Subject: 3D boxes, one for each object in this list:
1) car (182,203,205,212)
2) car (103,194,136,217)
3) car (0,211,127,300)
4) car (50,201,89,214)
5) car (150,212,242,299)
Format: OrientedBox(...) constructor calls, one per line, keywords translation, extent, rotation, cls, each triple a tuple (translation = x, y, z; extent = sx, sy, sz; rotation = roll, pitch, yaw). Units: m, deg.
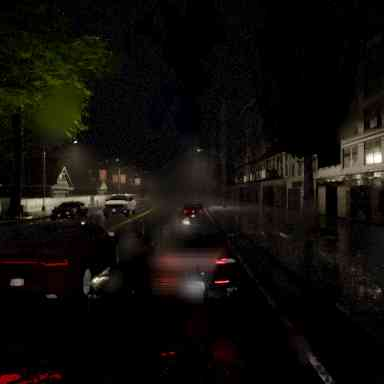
OrientedBox(translation=(0.088, 1.595, 28.380), extent=(1.895, 1.301, 4.718), rotation=(0, 0, 0), cls="car")
OrientedBox(translation=(-6.611, 1.214, 30.974), extent=(2.150, 2.045, 5.566), rotation=(0, 0, 0), cls="car")
OrientedBox(translation=(-3.154, 1.477, 8.473), extent=(1.882, 1.535, 5.008), rotation=(0, 0, 0), cls="car")
OrientedBox(translation=(-9.860, 1.500, 27.060), extent=(1.837, 1.490, 4.892), rotation=(0, 0, 0), cls="car")
OrientedBox(translation=(0.091, 1.491, 8.432), extent=(2.128, 1.511, 4.902), rotation=(0, 0, 0), cls="car")
